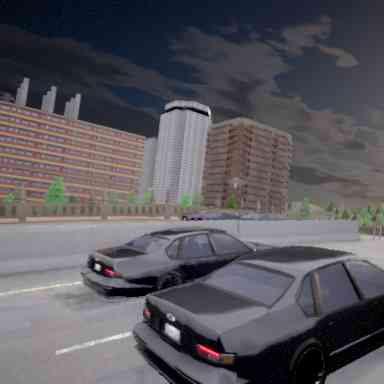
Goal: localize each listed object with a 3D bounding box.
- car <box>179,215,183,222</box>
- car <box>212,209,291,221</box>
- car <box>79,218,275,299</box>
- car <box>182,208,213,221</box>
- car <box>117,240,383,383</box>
[{"bbox_3d":[1.106,1.986,26.228,4.181,1.385,1.994,4,-2,-35],"label":"car"},{"bbox_3d":[4.036,1.893,19.723,5.357,1.411,2.033,4,-2,-35],"label":"car"},{"bbox_3d":[0.139,1.583,8.129,5.357,1.411,2.033,1,0,-35],"label":"car"},{"bbox_3d":[2.027,1.947,22.589,4.718,1.301,1.895,4,-2,-35],"label":"car"},{"bbox_3d":[1.827,1.577,5.035,5.357,1.411,2.033,1,0,-35],"label":"car"}]
